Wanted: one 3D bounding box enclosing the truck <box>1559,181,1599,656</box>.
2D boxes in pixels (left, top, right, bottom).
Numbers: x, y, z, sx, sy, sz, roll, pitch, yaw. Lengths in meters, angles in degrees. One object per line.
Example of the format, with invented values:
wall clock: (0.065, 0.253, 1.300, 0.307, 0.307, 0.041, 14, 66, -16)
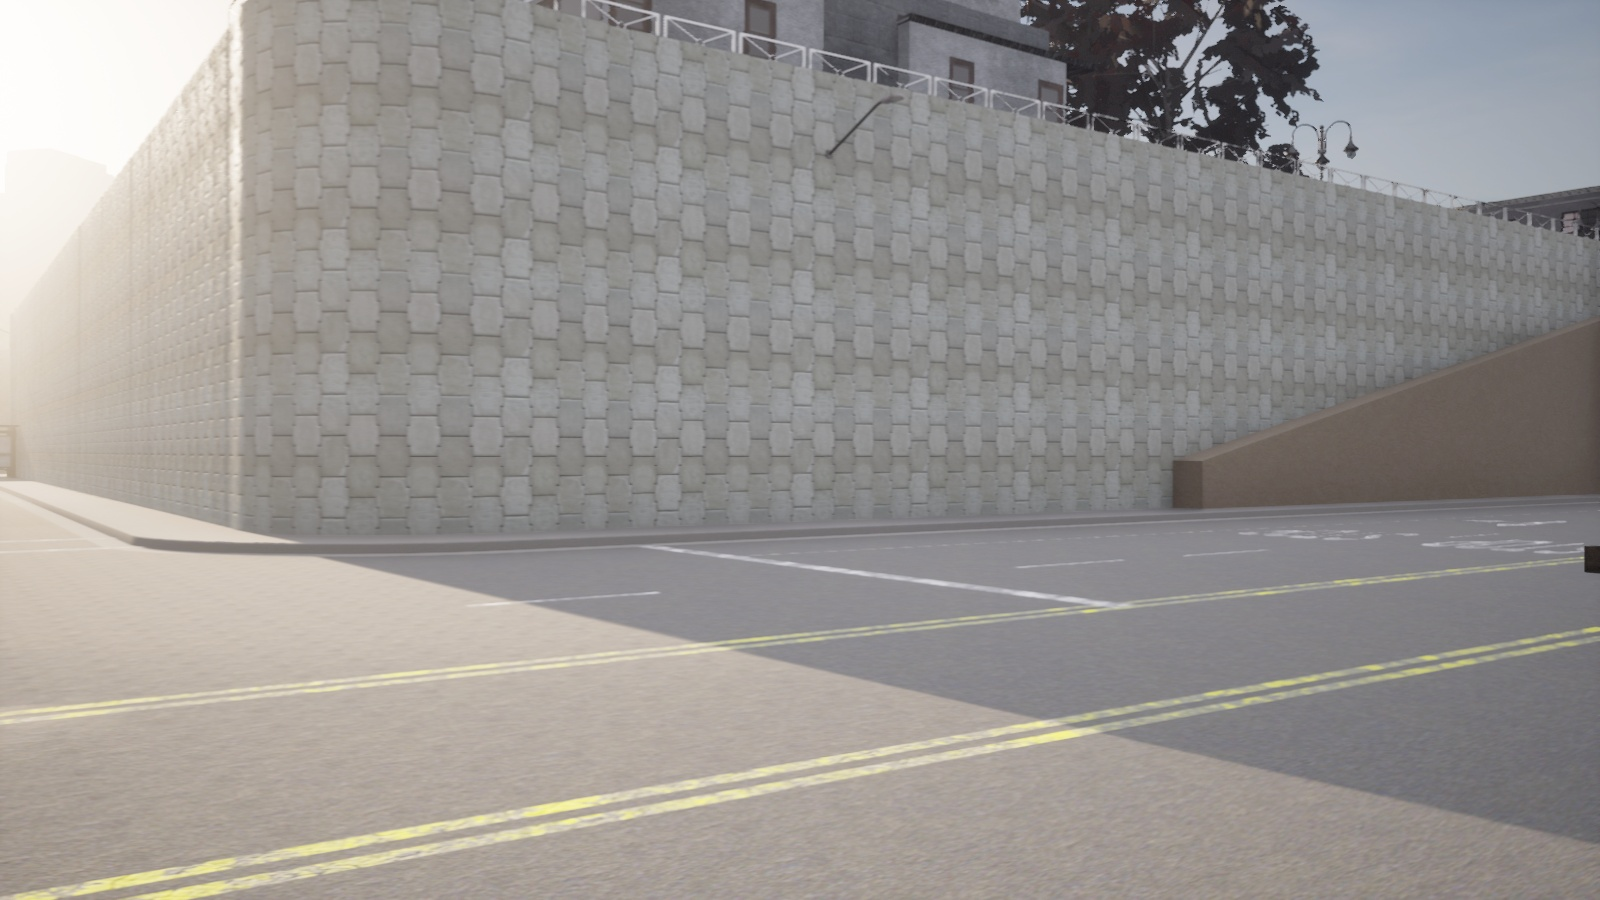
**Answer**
truck: (9.754, -0.232, 10.454, 7.936, 3.462, 2.891, 0, 0, -35)
